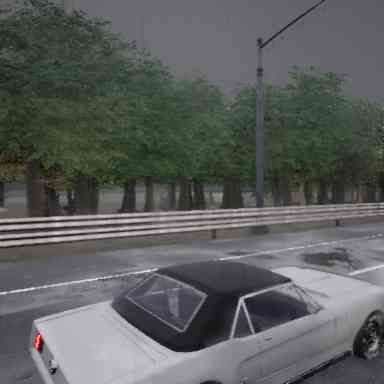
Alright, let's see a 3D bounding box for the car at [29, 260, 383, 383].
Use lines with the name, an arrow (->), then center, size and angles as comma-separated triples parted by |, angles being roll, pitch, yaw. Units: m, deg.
car -> 0.646, 1.595, 4.272 | 4.718, 1.301, 1.895 | 0, 0, -35
